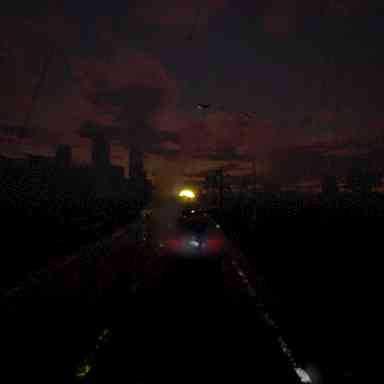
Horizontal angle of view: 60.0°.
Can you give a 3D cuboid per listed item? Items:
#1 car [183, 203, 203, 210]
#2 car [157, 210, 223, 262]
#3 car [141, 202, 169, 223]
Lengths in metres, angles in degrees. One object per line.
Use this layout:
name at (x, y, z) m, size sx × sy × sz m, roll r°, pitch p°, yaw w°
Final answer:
car at (0.081, 1.705, 31.527) m, size 1.994 × 1.385 × 4.181 m, roll 0°, pitch 0°, yaw 0°
car at (0.078, 1.602, 12.351) m, size 2.033 × 1.411 × 5.357 m, roll 0°, pitch 0°, yaw 0°
car at (-2.853, 1.596, 26.581) m, size 1.882 × 1.535 × 5.008 m, roll 0°, pitch 0°, yaw 0°
